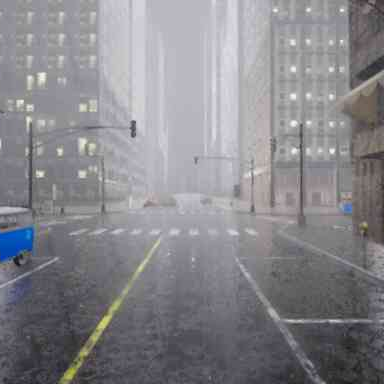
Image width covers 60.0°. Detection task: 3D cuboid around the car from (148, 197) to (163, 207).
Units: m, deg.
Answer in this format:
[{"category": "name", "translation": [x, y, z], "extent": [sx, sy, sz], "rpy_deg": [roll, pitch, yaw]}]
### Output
[{"category": "car", "translation": [-5.697, 1.530, 52.530], "extent": [1.802, 1.307, 4.206], "rpy_deg": [1, 0, 0]}]

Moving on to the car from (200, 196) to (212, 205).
[{"category": "car", "translation": [2.681, 1.525, 58.170], "extent": [1.802, 1.307, 4.206], "rpy_deg": [1, 0, 0]}]

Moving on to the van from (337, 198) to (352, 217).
[{"category": "van", "translation": [15.971, 1.423, 31.471], "extent": [3.998, 1.788, 1.690], "rpy_deg": [0, -1, 0]}]

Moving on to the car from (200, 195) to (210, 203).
[{"category": "car", "translation": [2.679, 1.457, 69.496], "extent": [1.752, 1.417, 4.829], "rpy_deg": [1, 0, 0]}]

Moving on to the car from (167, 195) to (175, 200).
[{"category": "car", "translation": [-5.710, 1.461, 91.556], "extent": [2.008, 1.369, 4.403], "rpy_deg": [1, 0, 0]}]

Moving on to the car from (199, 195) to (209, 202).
[{"category": "car", "translation": [2.676, 1.493, 74.903], "extent": [1.947, 1.339, 4.313], "rpy_deg": [1, 0, 0]}]

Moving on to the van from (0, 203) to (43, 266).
[{"category": "van", "translation": [-5.812, 1.332, 8.889], "extent": [1.690, 1.788, 3.998], "rpy_deg": [1, 0, 0]}]

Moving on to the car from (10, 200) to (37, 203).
[{"category": "car", "translation": [-16.503, 1.466, 31.531], "extent": [4.097, 1.590, 1.967], "rpy_deg": [0, -1, 0]}]

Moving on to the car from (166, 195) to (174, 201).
[{"category": "car", "translation": [-5.708, 1.461, 85.981], "extent": [1.887, 1.381, 4.507], "rpy_deg": [1, 0, 0]}]

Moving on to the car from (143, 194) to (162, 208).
[{"category": "car", "translation": [-5.692, 1.393, 46.955], "extent": [1.967, 1.590, 4.097], "rpy_deg": [1, 0, 0]}]

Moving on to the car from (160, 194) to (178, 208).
[{"category": "car", "translation": [-3.017, 1.467, 46.412], "extent": [1.882, 1.535, 5.008], "rpy_deg": [0, 2, 0]}]

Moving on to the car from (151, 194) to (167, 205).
[{"category": "car", "translation": [-5.693, 1.258, 58.105], "extent": [2.192, 1.841, 5.009], "rpy_deg": [1, 0, 0]}]
